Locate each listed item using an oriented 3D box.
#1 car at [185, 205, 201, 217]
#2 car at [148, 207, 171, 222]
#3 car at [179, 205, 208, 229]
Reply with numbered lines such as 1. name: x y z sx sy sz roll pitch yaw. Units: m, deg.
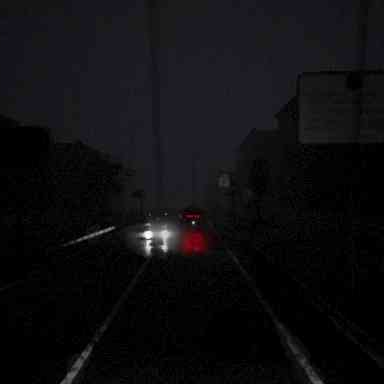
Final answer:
1. car: 0.101 2.329 41.758 1.994 1.385 4.181 0 -1 0
2. car: -3.010 2.102 31.618 1.895 1.301 4.718 -1 -1 0
3. car: 0.099 1.857 24.456 1.837 1.490 4.892 0 -2 0
